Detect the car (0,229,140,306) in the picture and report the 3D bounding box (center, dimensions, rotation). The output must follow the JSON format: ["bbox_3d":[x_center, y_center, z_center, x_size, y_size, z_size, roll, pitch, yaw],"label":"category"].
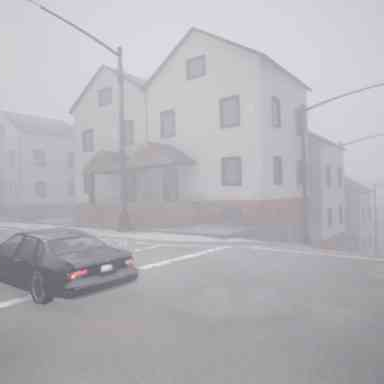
[{"bbox_3d":[-3.661,1.659,8.394,5.357,1.411,2.033,-2,0,40],"label":"car"}]
